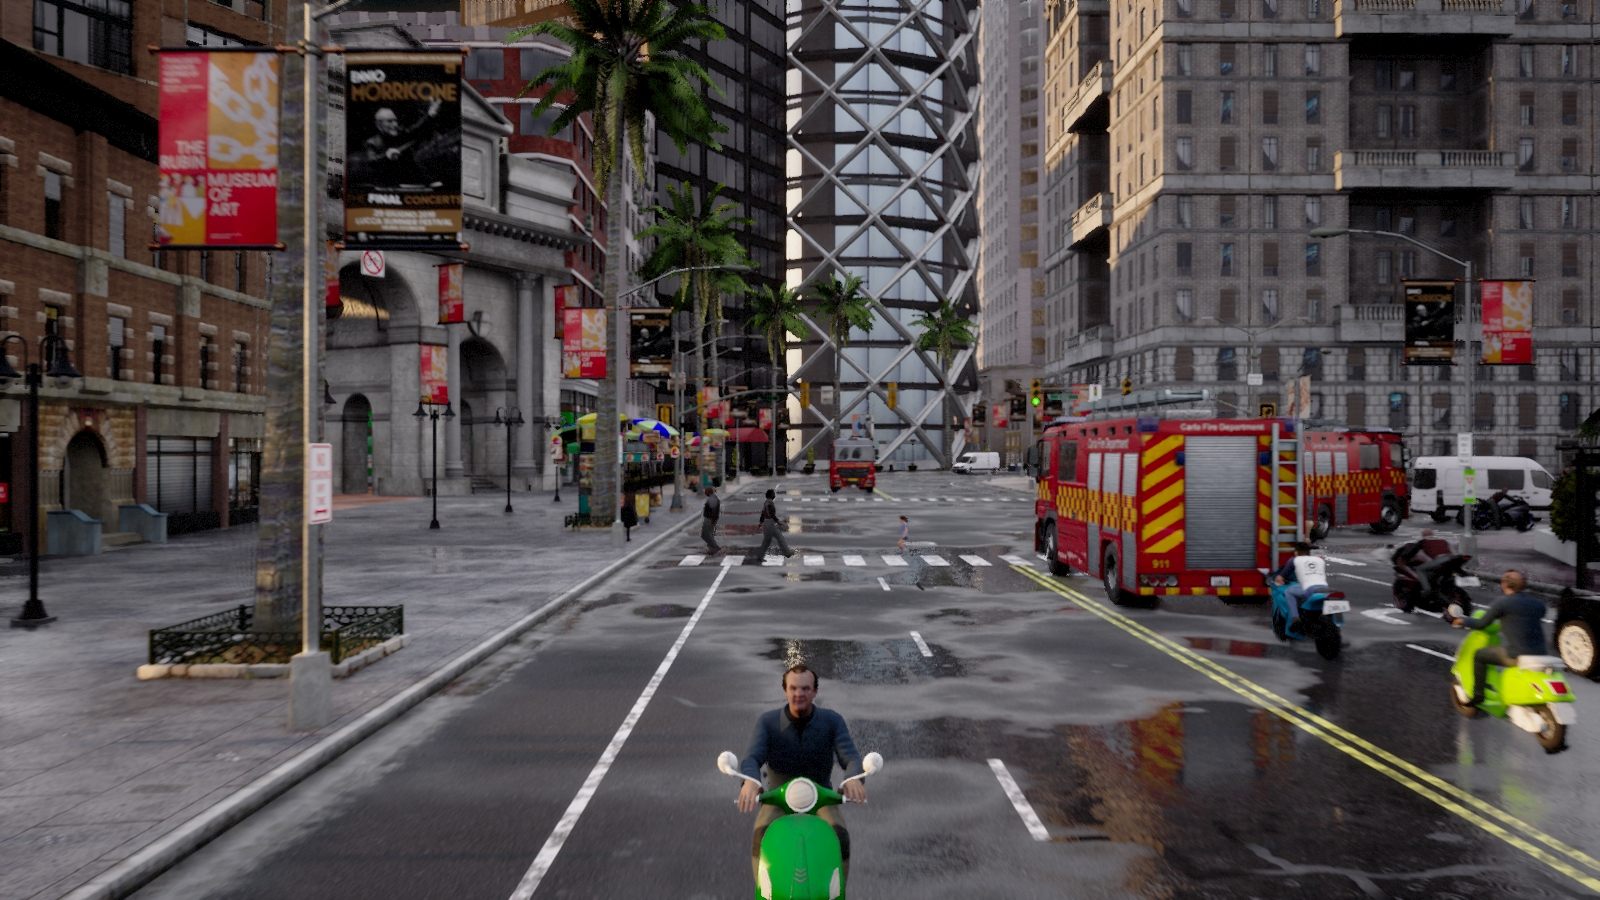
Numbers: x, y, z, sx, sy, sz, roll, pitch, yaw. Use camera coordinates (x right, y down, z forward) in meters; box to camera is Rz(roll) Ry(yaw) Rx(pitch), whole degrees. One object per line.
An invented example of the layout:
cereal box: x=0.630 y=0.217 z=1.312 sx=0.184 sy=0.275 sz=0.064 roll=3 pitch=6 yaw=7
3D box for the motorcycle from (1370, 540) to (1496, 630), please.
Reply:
motorcycle: x=10.497 y=2.205 z=19.055 sx=0.867 sy=1.251 sz=2.209 roll=0 pitch=0 yaw=0

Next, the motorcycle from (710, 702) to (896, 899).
motorcycle: x=0.011 y=2.182 z=6.174 sx=0.856 sy=1.236 sz=1.805 roll=0 pitch=0 yaw=0

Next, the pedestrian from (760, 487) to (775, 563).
pedestrian: x=-0.808 y=1.848 z=28.259 sx=0.375 sy=1.860 sz=0.375 roll=0 pitch=0 yaw=-3

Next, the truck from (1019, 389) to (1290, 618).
truck: x=6.748 y=0.891 z=23.347 sx=2.891 sy=3.827 sz=8.468 roll=0 pitch=0 yaw=0

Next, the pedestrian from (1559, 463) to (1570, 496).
pedestrian: x=43.505 y=1.696 z=64.987 sx=0.375 sy=1.860 sz=0.375 roll=0 pitch=0 yaw=-1

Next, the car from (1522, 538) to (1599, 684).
car: x=10.617 y=1.982 z=12.505 sx=2.097 sy=1.638 sz=5.238 roll=0 pitch=0 yaw=0

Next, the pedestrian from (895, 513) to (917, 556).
pedestrian: x=2.795 y=2.229 z=30.193 sx=0.500 sy=1.100 sz=0.500 roll=0 pitch=0 yaw=-5

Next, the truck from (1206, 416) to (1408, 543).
truck: x=17.138 y=0.890 z=38.306 sx=8.468 sy=3.827 sz=2.891 roll=0 pitch=0 yaw=-41

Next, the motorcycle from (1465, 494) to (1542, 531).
motorcycle: x=24.743 y=2.205 z=40.196 sx=2.209 sy=1.251 sz=0.867 roll=0 pitch=0 yaw=-4

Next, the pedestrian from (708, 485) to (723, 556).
pedestrian: x=-2.241 y=1.849 z=30.219 sx=0.375 sy=1.860 sz=0.375 roll=0 pitch=0 yaw=0
